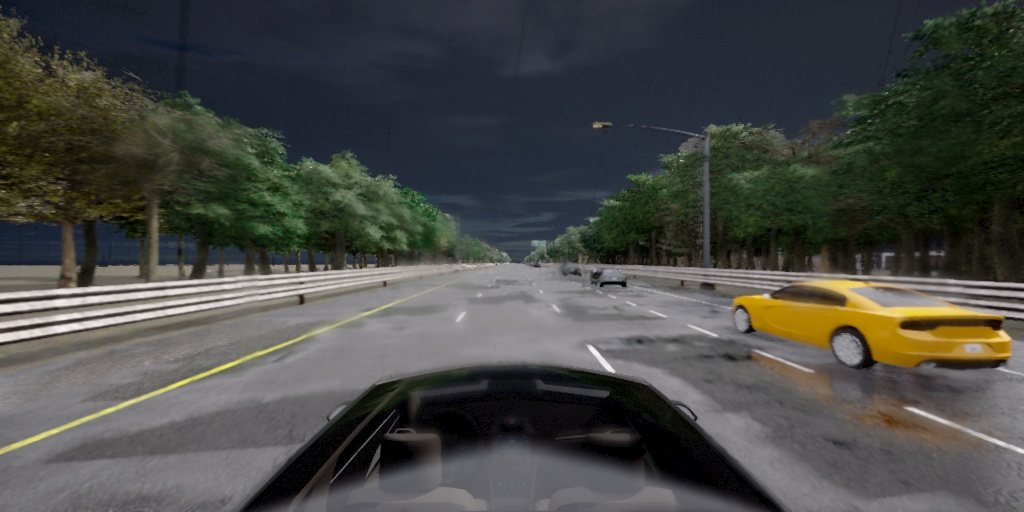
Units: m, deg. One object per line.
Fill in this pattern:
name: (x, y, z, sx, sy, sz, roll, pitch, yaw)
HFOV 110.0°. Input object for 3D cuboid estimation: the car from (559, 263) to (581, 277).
car: (7.099, 1.598, 44.296, 2.097, 1.767, 4.553, 0, -1, 0)

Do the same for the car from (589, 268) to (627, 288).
car: (7.035, 1.550, 26.612, 1.994, 1.385, 4.181, 0, -1, 0)

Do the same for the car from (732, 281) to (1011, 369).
car: (7.003, 1.274, 7.912, 1.882, 1.535, 5.008, 0, 0, 0)
